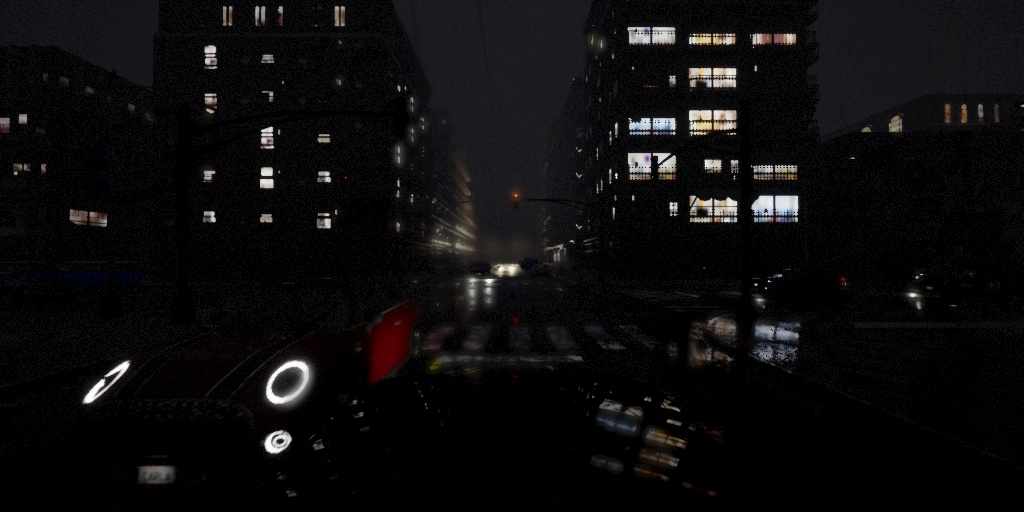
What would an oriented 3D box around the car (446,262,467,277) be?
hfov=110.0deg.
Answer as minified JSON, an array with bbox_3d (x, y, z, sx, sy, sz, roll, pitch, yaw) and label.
[{"bbox_3d":[-5.516,1.315,36.033,2.007,1.370,4.403,0,0,0],"label":"car"}]

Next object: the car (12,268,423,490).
[{"bbox_3d":[-2.757,1.102,5.019,2.097,1.767,4.553,0,0,0],"label":"car"}]

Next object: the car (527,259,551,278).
[{"bbox_3d":[2.628,1.287,33.594,1.751,1.417,4.829,0,0,0],"label":"car"}]

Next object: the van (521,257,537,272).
[{"bbox_3d":[2.502,1.116,47.427,1.690,1.789,3.998,0,0,0],"label":"van"}]

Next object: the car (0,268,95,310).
[{"bbox_3d":[-19.362,1.289,13.677,4.403,1.370,2.007,0,0,1],"label":"car"}]

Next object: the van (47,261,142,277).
[{"bbox_3d":[-24.850,1.189,21.631,3.998,1.789,1.690,0,0,1],"label":"van"}]

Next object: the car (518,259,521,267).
[{"bbox_3d":[2.458,1.096,53.081,2.192,1.841,5.009,0,0,0],"label":"car"}]

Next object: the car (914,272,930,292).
[{"bbox_3d":[23.859,1.072,18.520,4.553,1.767,2.097,0,-1,1],"label":"car"}]

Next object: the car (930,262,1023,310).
[{"bbox_3d":[18.665,1.102,13.164,4.097,1.591,1.967,0,0,1],"label":"car"}]

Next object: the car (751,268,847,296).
[{"bbox_3d":[14.691,1.303,18.642,4.181,1.385,1.994,0,-1,1],"label":"car"}]

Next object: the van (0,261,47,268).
[{"bbox_3d":[-30.444,1.200,21.706,3.998,1.789,1.690,0,0,1],"label":"van"}]

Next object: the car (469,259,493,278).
[{"bbox_3d":[-2.817,1.298,33.673,1.837,1.490,4.892,0,0,0],"label":"car"}]
